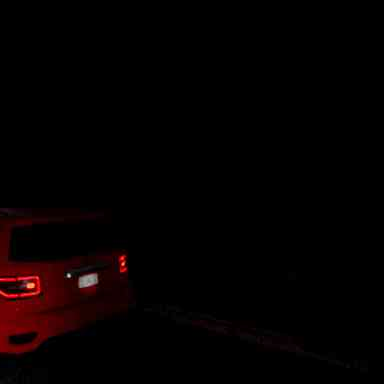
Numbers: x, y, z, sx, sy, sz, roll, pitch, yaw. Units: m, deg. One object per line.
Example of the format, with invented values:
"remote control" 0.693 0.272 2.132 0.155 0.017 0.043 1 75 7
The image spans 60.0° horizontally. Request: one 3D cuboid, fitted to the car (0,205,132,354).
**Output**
"car" -3.535 1.261 5.901 5.566 2.045 2.150 0 0 36
